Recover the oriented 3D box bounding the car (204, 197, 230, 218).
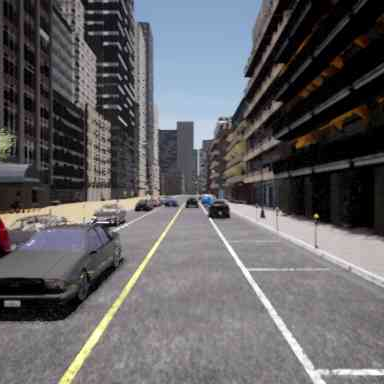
[{"bbox_3d":[2.362,1.501,30.187,1.837,1.490,4.892,0,0,0],"label":"car"}]

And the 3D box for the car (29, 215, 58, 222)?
[{"bbox_3d":[-5.690,1.548,12.245,2.008,1.369,4.403,0,0,0],"label":"car"}]

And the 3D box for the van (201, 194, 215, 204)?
[{"bbox_3d":[2.700,1.346,50.902,1.690,1.788,3.998,0,0,0],"label":"van"}]

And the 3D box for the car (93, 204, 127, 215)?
[{"bbox_3d":[-5.687,1.548,23.291,2.008,1.369,4.403,0,0,0],"label":"car"}]

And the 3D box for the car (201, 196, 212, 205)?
[{"bbox_3d":[2.703,1.559,61.947,1.887,1.381,4.507,0,0,0],"label":"car"}]

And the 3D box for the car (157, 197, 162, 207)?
[{"bbox_3d":[-5.681,1.445,50.905,1.967,1.590,4.097,0,0,0],"label":"car"}]

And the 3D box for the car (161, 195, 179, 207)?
[{"bbox_3d":[-3.060,1.568,50.147,1.994,1.385,4.181,0,0,0],"label":"car"}]

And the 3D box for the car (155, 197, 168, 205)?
[{"bbox_3d":[-5.678,1.566,61.949,2.008,1.369,4.403,0,0,0],"label":"car"}]

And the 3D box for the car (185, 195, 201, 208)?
[{"bbox_3d":[0.020,1.509,48.758,1.837,1.490,4.892,0,0,0],"label":"car"}]

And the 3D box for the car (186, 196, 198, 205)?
[{"bbox_3d":[0.017,1.505,61.529,2.128,1.511,4.902,0,0,0],"label":"car"}]

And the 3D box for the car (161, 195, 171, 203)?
[{"bbox_3d":[-5.675,1.466,72.996,1.967,1.590,4.097,0,0,0],"label":"car"}]

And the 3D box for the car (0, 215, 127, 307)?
[{"bbox_3d":[-3.100,1.545,8.407,2.033,1.411,5.357,0,0,0],"label":"car"}]

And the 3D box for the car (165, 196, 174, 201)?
[{"bbox_3d":[-5.672,1.604,84.042,1.947,1.339,4.313,0,0,0],"label":"car"}]

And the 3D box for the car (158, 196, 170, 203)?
[{"bbox_3d":[-5.676,1.571,67.473,2.008,1.369,4.403,0,0,0],"label":"car"}]

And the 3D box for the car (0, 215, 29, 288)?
[{"bbox_3d":[-5.692,1.313,6.721,2.192,1.841,5.009,0,0,0],"label":"car"}]

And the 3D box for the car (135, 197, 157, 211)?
[{"bbox_3d":[-5.683,1.565,39.859,1.947,1.339,4.313,0,0,0],"label":"car"}]

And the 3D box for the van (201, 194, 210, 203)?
[{"bbox_3d":[2.704,1.361,67.470,1.690,1.788,3.998,0,0,0],"label":"van"}]

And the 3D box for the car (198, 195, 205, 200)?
[{"bbox_3d":[2.712,1.620,95.085,1.947,1.339,4.313,0,0,0],"label":"car"}]
